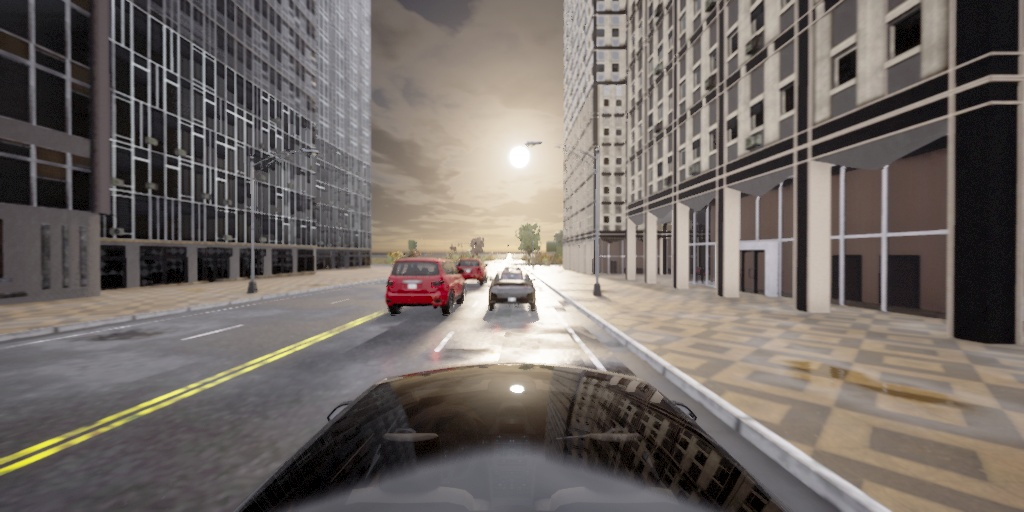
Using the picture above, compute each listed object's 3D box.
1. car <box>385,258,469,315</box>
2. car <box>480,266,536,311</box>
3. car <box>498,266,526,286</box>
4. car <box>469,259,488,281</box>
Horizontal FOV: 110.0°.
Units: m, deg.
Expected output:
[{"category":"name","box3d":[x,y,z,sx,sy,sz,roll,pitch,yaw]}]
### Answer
[{"category":"car","box3d":[-3.242,1.095,14.383,2.150,2.045,5.566,0,0,0]},{"category":"car","box3d":[0.018,1.372,15.339,2.128,1.511,4.902,0,0,0]},{"category":"car","box3d":[0.008,1.555,29.356,2.033,1.411,5.357,0,-1,0]},{"category":"car","box3d":[-3.243,1.233,29.414,2.150,2.045,5.566,0,0,0]}]
